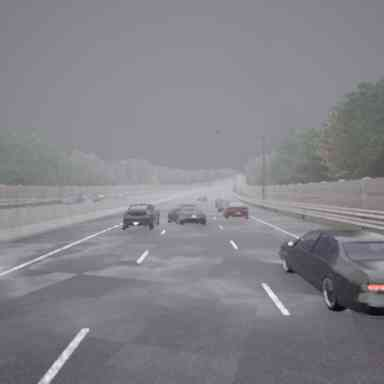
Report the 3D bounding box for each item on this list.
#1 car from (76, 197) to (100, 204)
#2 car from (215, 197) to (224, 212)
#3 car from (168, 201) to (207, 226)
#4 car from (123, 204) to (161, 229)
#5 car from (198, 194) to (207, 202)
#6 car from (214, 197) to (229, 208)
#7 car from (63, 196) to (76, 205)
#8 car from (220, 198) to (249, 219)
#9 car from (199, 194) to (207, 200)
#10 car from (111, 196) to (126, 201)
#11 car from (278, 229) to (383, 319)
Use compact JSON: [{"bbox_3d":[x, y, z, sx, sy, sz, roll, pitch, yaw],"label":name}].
[{"bbox_3d":[-16.437,1.539,54.059,2.128,1.511,4.902,0,0,3],"label":"car"},{"bbox_3d":[4.112,1.658,40.366,1.994,1.385,4.181,0,0,2],"label":"car"},{"bbox_3d":[-0.415,1.618,24.361,1.994,1.385,4.181,0,0,-17],"label":"car"},{"bbox_3d":[-3.239,1.552,21.848,1.837,1.490,4.892,0,0,1],"label":"car"},{"bbox_3d":[2.269,1.430,75.465,2.128,1.511,4.902,0,1,4],"label":"car"},{"bbox_3d":[4.514,1.580,51.248,2.128,1.511,4.902,0,0,2],"label":"car"},{"bbox_3d":[-19.865,1.539,55.800,1.837,1.490,4.892,0,1,3],"label":"car"},{"bbox_3d":[3.810,1.548,29.476,1.882,1.535,5.008,0,0,1],"label":"car"},{"bbox_3d":[2.911,1.287,85.158,1.812,1.442,4.674,0,1,4],"label":"car"},{"bbox_3d":[-12.742,1.525,58.160,2.128,1.511,4.902,0,0,3],"label":"car"},{"bbox_3d":[3.509,1.565,7.690,2.033,1.411,5.357,0,0,0],"label":"car"}]
